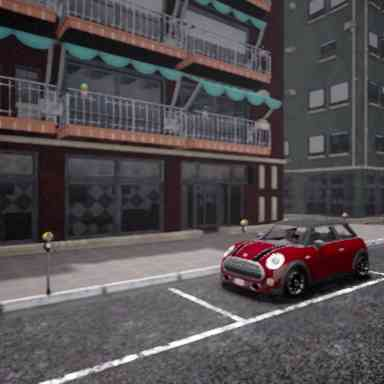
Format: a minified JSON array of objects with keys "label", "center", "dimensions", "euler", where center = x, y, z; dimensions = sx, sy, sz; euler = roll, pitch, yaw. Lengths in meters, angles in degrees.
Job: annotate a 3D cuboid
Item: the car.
[{"label":"car","center":[2.670,1.454,8.466],"dimensions":[4.097,1.590,1.967],"euler":[0,0,-36]}]
